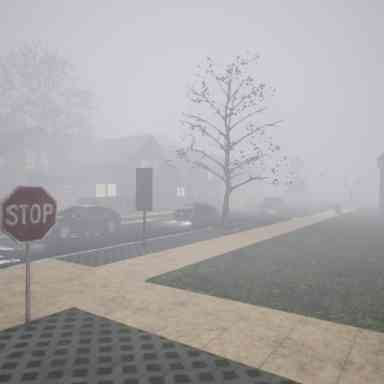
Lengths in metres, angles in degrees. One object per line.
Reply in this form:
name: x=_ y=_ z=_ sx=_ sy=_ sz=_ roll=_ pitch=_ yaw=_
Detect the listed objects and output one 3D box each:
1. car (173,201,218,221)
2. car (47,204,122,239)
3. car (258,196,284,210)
car: x=0.342 y=1.434 z=26.153 sx=1.994 sy=1.385 sz=4.181 roll=1 pitch=1 yaw=34
car: x=-5.786 y=1.432 z=17.037 sx=1.837 sy=1.490 sz=4.892 roll=1 pitch=1 yaw=34
car: x=9.576 y=1.292 z=39.858 sx=1.837 sy=1.490 sz=4.892 roll=1 pitch=0 yaw=34
